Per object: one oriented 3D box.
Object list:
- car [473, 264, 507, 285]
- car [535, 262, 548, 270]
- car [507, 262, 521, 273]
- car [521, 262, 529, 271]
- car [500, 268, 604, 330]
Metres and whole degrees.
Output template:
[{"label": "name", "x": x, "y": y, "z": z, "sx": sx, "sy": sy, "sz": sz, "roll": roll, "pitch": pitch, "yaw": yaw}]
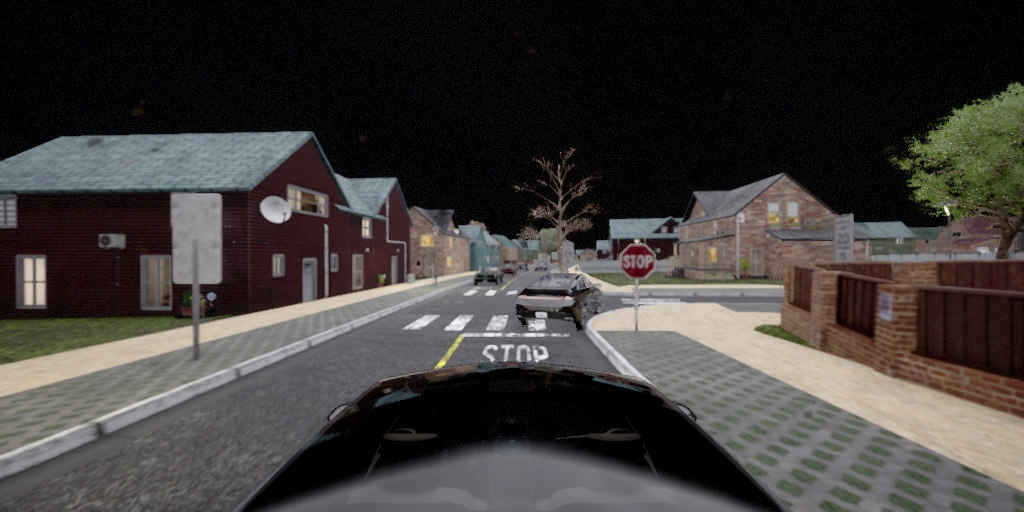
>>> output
[{"label": "car", "x": -1.736, "y": 1.507, "z": 27.668, "sx": 1.895, "sy": 1.301, "sz": 4.718, "roll": 0, "pitch": 0, "yaw": 4}, {"label": "car", "x": 4.803, "y": 1.643, "z": 57.317, "sx": 2.033, "sy": 1.411, "sz": 5.357, "roll": 0, "pitch": 0, "yaw": 9}, {"label": "car", "x": -0.477, "y": 1.587, "z": 40.715, "sx": 1.895, "sy": 1.301, "sz": 4.718, "roll": 0, "pitch": 0, "yaw": 7}, {"label": "car", "x": 1.397, "y": 1.635, "z": 54.429, "sx": 1.994, "sy": 1.385, "sz": 4.181, "roll": 0, "pitch": 0, "yaw": 9}, {"label": "car", "x": 1.680, "y": 1.298, "z": 11.437, "sx": 2.128, "sy": 1.511, "sz": 4.902, "roll": -1, "pitch": 0, "yaw": 22}]
